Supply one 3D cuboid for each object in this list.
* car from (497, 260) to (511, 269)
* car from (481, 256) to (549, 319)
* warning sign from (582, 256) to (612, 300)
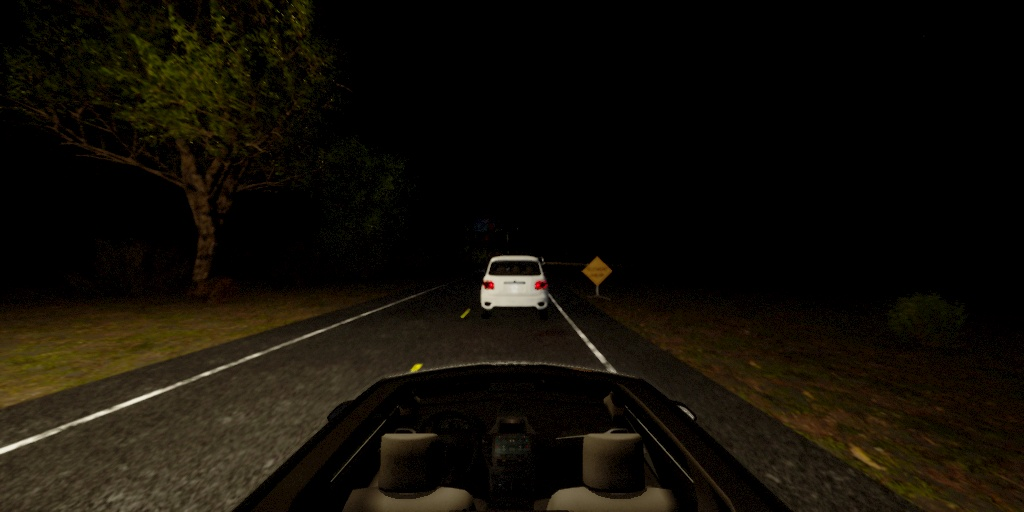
[{"bbox_3d":[-1.235,1.386,60.681,1.895,1.301,4.718,0,0,5],"label":"car"},{"bbox_3d":[0.146,1.029,13.243,2.150,2.045,5.566,0,0,2],"label":"car"},{"bbox_3d":[3.693,0.929,15.489,1.300,1.860,1.060,0,0,1],"label":"warning sign"}]
